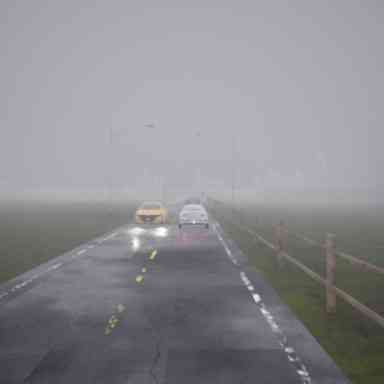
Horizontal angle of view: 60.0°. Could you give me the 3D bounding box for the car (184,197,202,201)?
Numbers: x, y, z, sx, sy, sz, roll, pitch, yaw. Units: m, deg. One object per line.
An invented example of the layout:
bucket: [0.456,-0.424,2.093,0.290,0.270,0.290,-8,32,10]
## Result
car: [0.106,1.332,37.990,2.097,1.767,4.553,0,0,0]

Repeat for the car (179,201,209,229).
car: [0.101,1.518,21.654,1.812,1.442,4.674,0,0,0]

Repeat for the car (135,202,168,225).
car: [-2.839,1.469,23.929,1.882,1.535,5.008,0,0,0]
